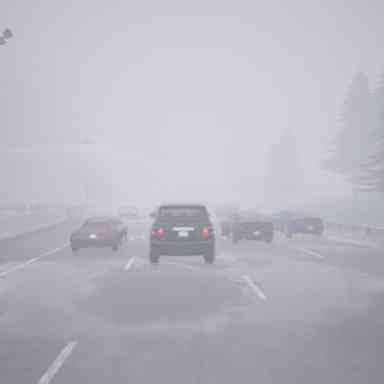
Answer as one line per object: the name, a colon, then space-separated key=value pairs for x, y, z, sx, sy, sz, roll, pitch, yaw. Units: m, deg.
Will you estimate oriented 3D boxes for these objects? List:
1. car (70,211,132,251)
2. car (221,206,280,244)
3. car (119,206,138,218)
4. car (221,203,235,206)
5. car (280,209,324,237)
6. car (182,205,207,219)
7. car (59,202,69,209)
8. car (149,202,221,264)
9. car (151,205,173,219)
car: x=-4.155 y=1.792 z=15.434 sx=1.994 sy=1.385 sz=4.181 roll=0 pitch=-1 yaw=-4
car: x=2.705 y=1.722 z=17.396 sx=1.882 sy=1.535 sz=5.008 roll=0 pitch=-1 yaw=-5
car: x=-6.816 y=2.122 z=35.751 sx=1.895 sy=1.301 sz=4.718 roll=0 pitch=-1 yaw=-10
car: x=3.720 y=1.989 z=36.291 sx=1.882 sy=1.535 sz=5.008 roll=0 pitch=0 yaw=-10
car: x=5.987 y=1.752 z=19.885 sx=1.882 sy=1.535 sz=5.008 roll=0 pitch=-1 yaw=-5
car: x=0.207 y=2.117 z=36.229 sx=1.895 sy=1.301 sz=4.718 roll=0 pitch=-1 yaw=-10
car: x=-21.737 y=2.357 z=55.756 sx=1.812 sy=1.442 sz=4.674 roll=0 pitch=-1 yaw=-11
car: x=-0.433 y=1.406 z=12.792 sx=2.150 sy=2.045 sz=5.566 roll=0 pitch=-1 yaw=-4
car: x=-3.319 y=2.121 z=36.080 sx=1.895 sy=1.301 sz=4.718 roll=0 pitch=-1 yaw=-10
